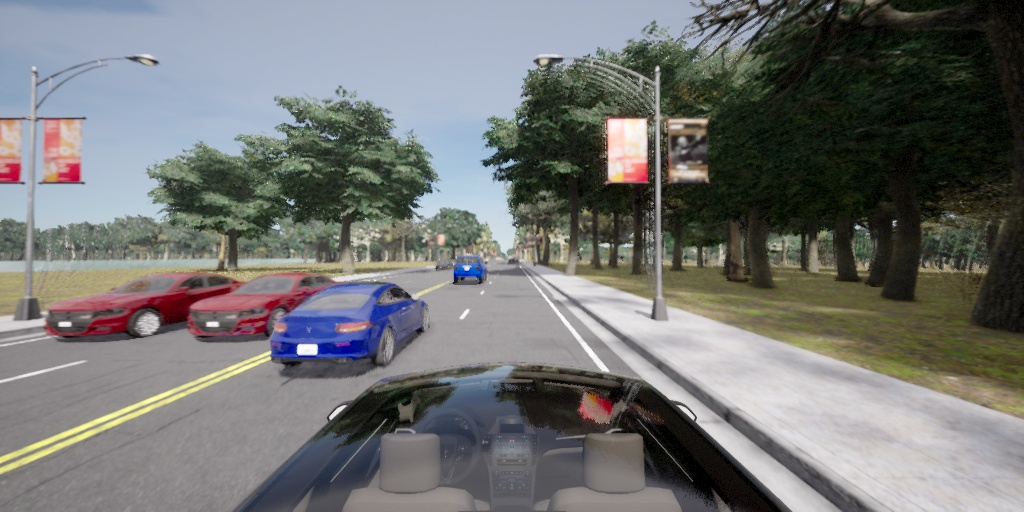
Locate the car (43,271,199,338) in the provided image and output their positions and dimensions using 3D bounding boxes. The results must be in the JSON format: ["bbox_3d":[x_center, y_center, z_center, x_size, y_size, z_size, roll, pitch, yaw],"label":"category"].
[{"bbox_3d":[-9.848,1.231,10.397,1.882,1.535,5.008,0,0,0],"label":"car"}]

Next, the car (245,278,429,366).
[{"bbox_3d":[-3.151,1.278,7.827,1.812,1.442,4.674,0,0,0],"label":"car"}]

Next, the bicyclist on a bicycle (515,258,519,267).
[{"bbox_3d":[0.899,1.172,60.903,0.659,1.776,1.843,0,0,0],"label":"bicyclist on a bicycle"}]

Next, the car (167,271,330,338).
[{"bbox_3d":[-6.597,1.231,10.397,1.882,1.535,5.008,0,0,0],"label":"car"}]

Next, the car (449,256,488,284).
[{"bbox_3d":[-3.149,0.983,27.692,2.150,2.045,5.566,0,0,0],"label":"car"}]

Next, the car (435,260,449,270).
[{"bbox_3d":[-9.815,1.295,51.909,1.837,1.490,4.892,0,0,0],"label":"car"}]
